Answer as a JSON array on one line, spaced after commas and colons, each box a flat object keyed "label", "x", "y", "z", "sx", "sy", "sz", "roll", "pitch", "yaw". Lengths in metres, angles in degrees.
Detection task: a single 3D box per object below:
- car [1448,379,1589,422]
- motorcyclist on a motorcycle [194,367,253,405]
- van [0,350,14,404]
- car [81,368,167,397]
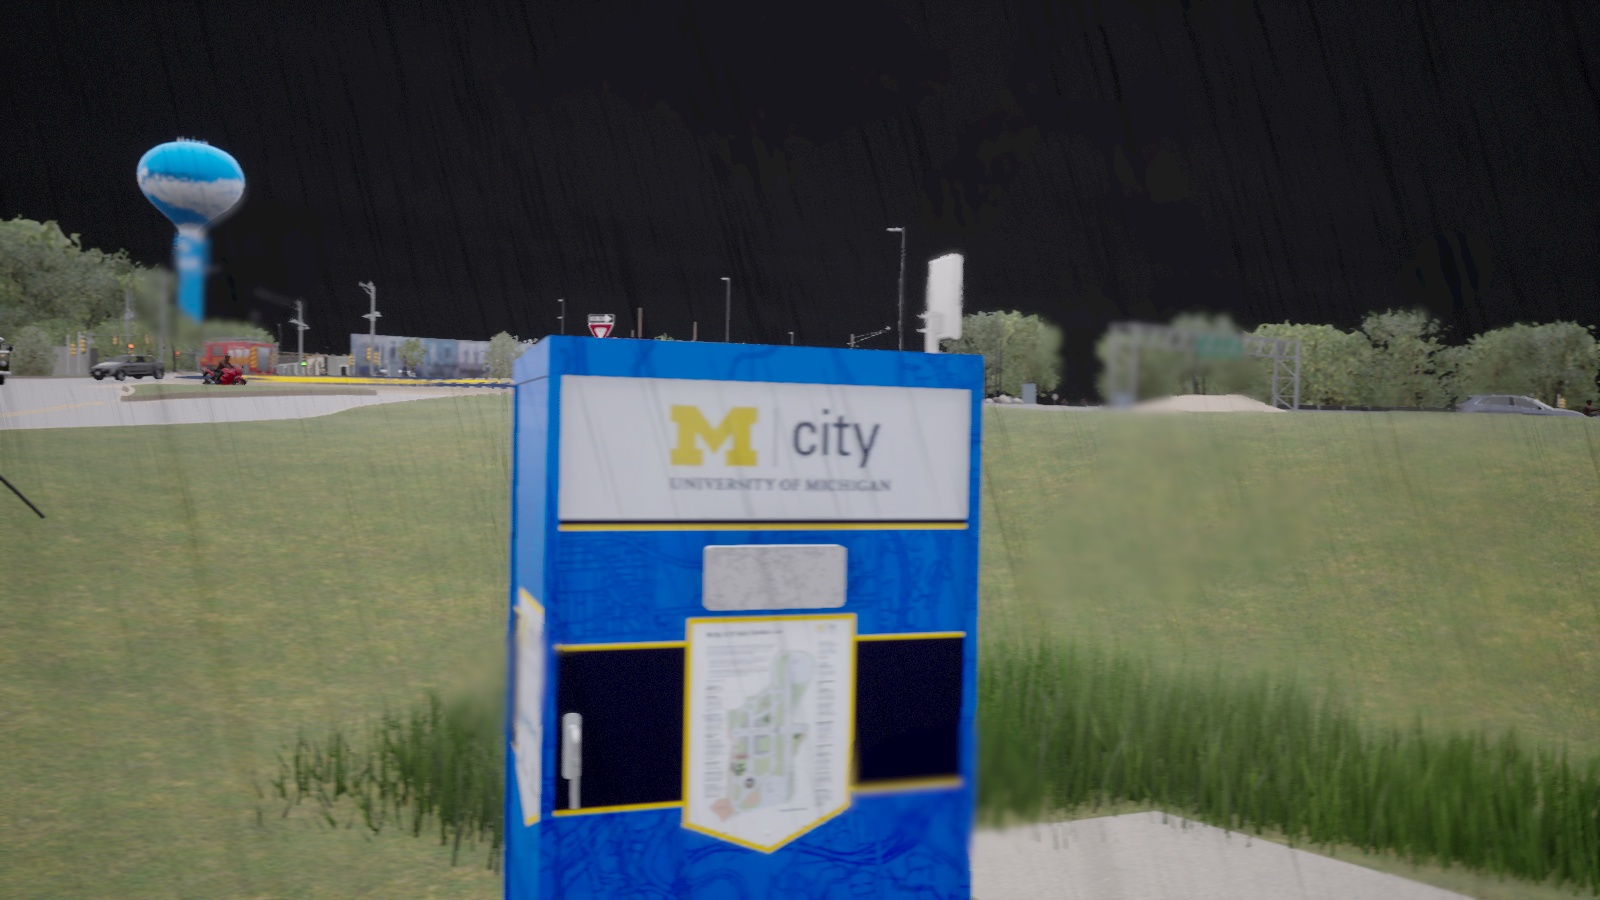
[{"label": "car", "x": 29.594, "y": -2.063, "z": 51.755, "sx": 4.856, "sy": 1.649, "sz": 2.033, "roll": 3, "pitch": 4, "yaw": 33}, {"label": "motorcyclist on a motorcycle", "x": -23.034, "y": -2.561, "z": 50.204, "sx": 2.044, "sy": 1.523, "sz": 0.797, "roll": 1, "pitch": 3, "yaw": 14}, {"label": "van", "x": -32.578, "y": -2.875, "z": 49.213, "sx": 2.069, "sy": 2.038, "sz": 4.480, "roll": 0, "pitch": 1, "yaw": -45}, {"label": "car", "x": -38.455, "y": -3.875, "z": 71.559, "sx": 1.816, "sy": 1.474, "sz": 4.193, "roll": 0, "pitch": 5, "yaw": 17}]
